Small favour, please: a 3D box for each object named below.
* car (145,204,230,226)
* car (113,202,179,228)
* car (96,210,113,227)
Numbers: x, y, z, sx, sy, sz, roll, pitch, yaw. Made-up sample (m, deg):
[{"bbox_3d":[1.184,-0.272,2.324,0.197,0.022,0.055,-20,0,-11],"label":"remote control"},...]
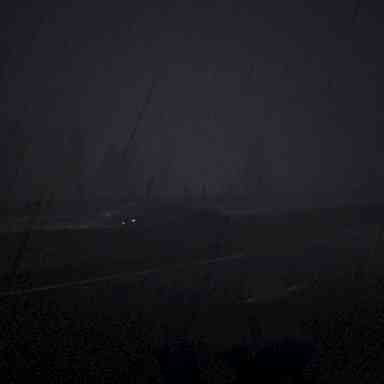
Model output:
[{"bbox_3d":[0.065,1.487,16.974,4.181,1.385,1.994,-2,1,-36],"label":"car"},{"bbox_3d":[-1.866,1.425,19.896,4.892,1.490,1.837,-2,1,-36],"label":"car"},{"bbox_3d":[-4.120,1.453,22.587,4.674,1.442,1.812,-2,1,-36],"label":"car"}]
